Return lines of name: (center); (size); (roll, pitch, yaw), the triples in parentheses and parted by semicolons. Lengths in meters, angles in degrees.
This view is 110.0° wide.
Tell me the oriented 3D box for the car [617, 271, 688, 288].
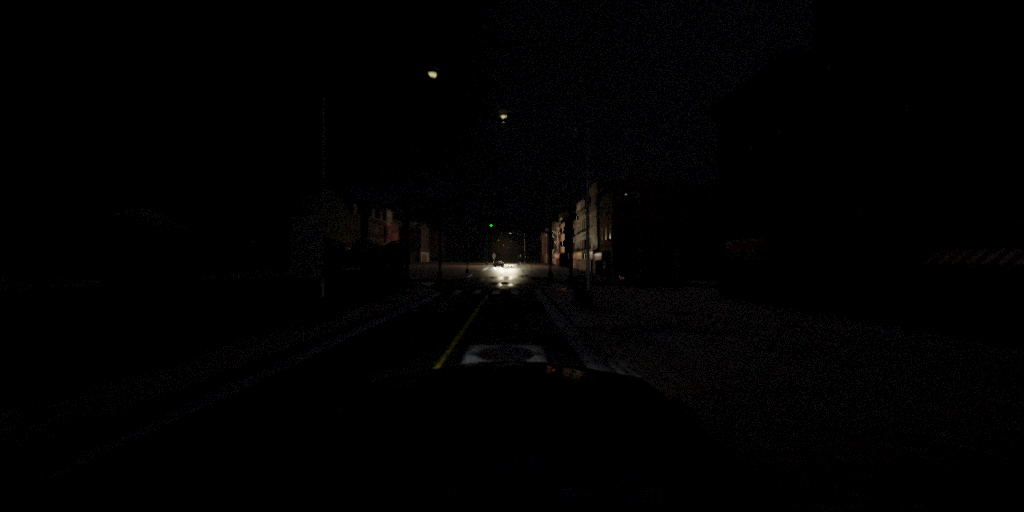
car: (11.405, 1.900, 29.348); (5.357, 1.411, 2.033); (1, -1, 0)
